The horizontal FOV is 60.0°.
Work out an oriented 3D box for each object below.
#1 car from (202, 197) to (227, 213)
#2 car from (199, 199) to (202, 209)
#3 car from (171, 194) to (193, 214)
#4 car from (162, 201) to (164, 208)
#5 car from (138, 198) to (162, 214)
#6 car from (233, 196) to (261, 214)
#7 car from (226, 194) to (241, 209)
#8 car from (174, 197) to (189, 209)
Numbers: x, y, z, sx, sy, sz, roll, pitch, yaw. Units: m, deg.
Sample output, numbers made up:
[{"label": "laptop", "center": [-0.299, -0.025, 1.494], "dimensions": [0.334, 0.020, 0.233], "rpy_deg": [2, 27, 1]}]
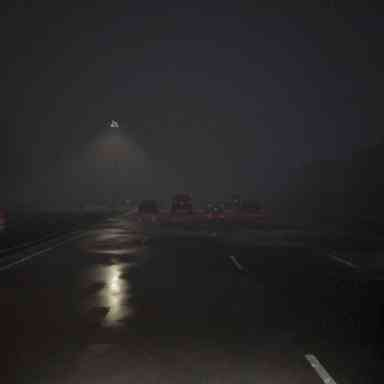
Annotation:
[{"label": "car", "center": [2.410, 1.561, 36.687], "dimensions": [1.812, 1.442, 4.674], "rpy_deg": [0, 0, -2]}, {"label": "car", "center": [2.054, 1.536, 46.487], "dimensions": [2.128, 1.511, 4.902], "rpy_deg": [0, 0, -1]}, {"label": "car", "center": [-1.078, 1.257, 36.629], "dimensions": [2.150, 2.045, 5.566], "rpy_deg": [0, 0, -1]}, {"label": "car", "center": [-4.930, 1.592, 45.657], "dimensions": [2.033, 1.411, 5.357], "rpy_deg": [0, 0, -1]}, {"label": "car", "center": [-4.573, 1.513, 35.743], "dimensions": [1.882, 1.535, 5.008], "rpy_deg": [0, 0, -1]}, {"label": "car", "center": [5.946, 1.511, 35.246], "dimensions": [1.882, 1.535, 5.008], "rpy_deg": [0, 0, -1]}, {"label": "car", "center": [5.569, 1.265, 45.717], "dimensions": [2.150, 2.045, 5.566], "rpy_deg": [0, 0, -1]}, {"label": "car", "center": [-1.458, 1.523, 46.952], "dimensions": [1.882, 1.535, 5.008], "rpy_deg": [0, 0, -1]}]
